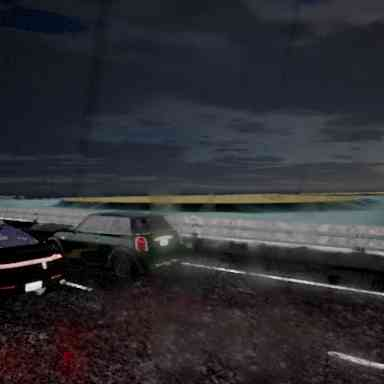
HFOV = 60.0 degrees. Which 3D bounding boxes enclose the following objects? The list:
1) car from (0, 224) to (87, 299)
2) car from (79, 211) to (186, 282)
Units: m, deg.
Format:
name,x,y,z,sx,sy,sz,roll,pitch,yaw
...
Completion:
name,x,y,z,sx,sy,sz,roll,pitch,yaw
car,-4.854,1.509,7.477,4.902,1.511,2.128,0,0,36
car,-2.463,1.370,10.070,4.553,1.767,2.097,0,0,36
